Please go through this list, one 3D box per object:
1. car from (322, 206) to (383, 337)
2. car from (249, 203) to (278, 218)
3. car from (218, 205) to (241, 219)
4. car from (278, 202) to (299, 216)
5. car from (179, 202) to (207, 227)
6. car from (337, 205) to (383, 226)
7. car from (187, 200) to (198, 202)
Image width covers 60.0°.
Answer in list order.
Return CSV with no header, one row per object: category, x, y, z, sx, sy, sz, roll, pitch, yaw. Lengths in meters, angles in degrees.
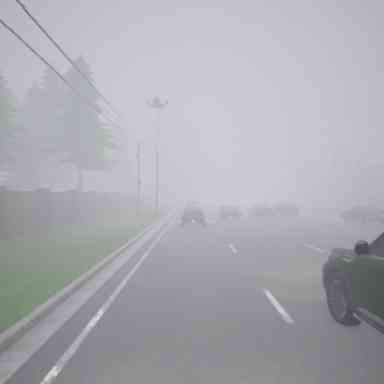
car,3.597,1.267,4.091,2.150,2.045,5.566,0,-1,0
car,7.078,1.899,34.157,1.812,1.442,4.674,0,0,0
car,3.580,1.957,32.639,1.895,1.301,4.718,0,-1,0
car,10.577,1.892,37.888,1.882,1.535,5.008,0,0,0
car,0.084,1.786,25.596,1.837,1.490,4.892,0,0,0
car,14.083,1.848,27.334,2.033,1.411,5.357,0,-1,0
car,0.076,1.829,43.864,2.097,1.767,4.553,0,-1,0
